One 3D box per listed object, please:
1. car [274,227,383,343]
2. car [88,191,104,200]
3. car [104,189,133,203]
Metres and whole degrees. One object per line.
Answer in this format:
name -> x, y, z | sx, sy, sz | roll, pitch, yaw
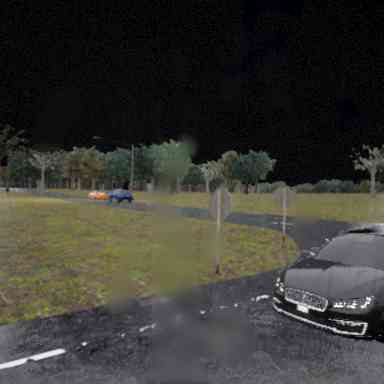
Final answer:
car -> 3.662, 1.500, 6.460 | 4.892, 1.490, 1.837 | -1, 1, -35
car -> -17.035, 0.503, 59.771 | 2.097, 1.767, 4.553 | 2, 0, -35
car -> -11.056, 0.572, 51.312 | 2.150, 2.045, 5.566 | 2, 0, -35
